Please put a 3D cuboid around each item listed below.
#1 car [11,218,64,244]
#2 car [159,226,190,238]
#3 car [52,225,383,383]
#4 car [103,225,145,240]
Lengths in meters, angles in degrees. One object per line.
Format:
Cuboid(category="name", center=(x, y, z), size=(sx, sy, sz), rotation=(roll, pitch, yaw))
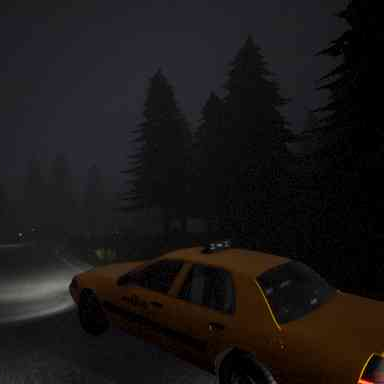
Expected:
Cuboid(category="car", center=(-12.749, 3.224, 28.112), size=(2.150, 2.045, 5.566), rotation=(-4, -7, 7))
Cuboid(category="car", center=(-2.321, 5.544, 46.264), size=(1.882, 1.535, 5.008), rotation=(-5, -8, 30))
Cuboid(category="car", center=(0.138, 1.441, 4.738), size=(5.366, 1.575, 1.801), rotation=(0, 1, 43))
Cuboid(category="car", center=(-7.439, 4.510, 36.956), size=(2.033, 1.411, 5.357), rotation=(-4, -8, 20))
